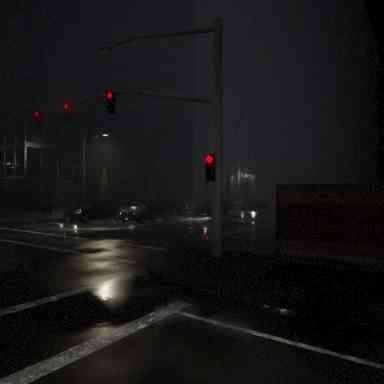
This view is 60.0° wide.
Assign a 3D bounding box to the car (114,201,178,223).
[{"bbox_3d":[-3.479,1.656,25.975,1.895,1.301,4.718,0,0,36],"label":"car"}]

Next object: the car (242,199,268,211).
[{"bbox_3d":[8.008,1.581,41.997,1.812,1.442,4.674,0,0,36],"label":"car"}]

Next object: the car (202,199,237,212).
[{"bbox_3d":[3.529,1.603,41.776,2.033,1.411,5.357,0,0,35],"label":"car"}]

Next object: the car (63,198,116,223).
[{"bbox_3d":[-7.744,1.407,26.025,2.097,1.767,4.553,0,0,36],"label":"car"}]

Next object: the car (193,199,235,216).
[{"bbox_3d":[2.037,1.533,33.678,1.882,1.535,5.008,0,0,35],"label":"car"}]

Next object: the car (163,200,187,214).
[{"bbox_3d":[-2.426,1.560,33.458,1.837,1.490,4.892,0,0,36],"label":"car"}]
